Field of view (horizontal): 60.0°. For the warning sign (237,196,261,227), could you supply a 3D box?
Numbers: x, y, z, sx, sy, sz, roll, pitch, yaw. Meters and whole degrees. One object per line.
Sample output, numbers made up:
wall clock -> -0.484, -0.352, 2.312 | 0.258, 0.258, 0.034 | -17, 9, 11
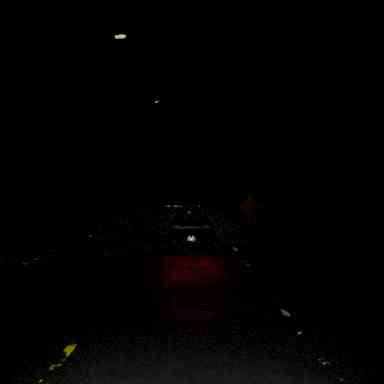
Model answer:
warning sign -> 3.473, 1.164, 20.334 | 1.300, 1.860, 1.060 | 0, -1, 0

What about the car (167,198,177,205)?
car -> -4.481, 2.179, 75.951 | 2.097, 1.767, 4.553 | 0, -1, -1

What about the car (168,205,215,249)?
car -> -0.038, 1.527, 14.667 | 2.128, 1.511, 4.902 | 0, 0, 0

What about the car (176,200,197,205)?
car -> -0.152, 1.666, 29.677 | 1.994, 1.385, 4.181 | 0, 0, -1
